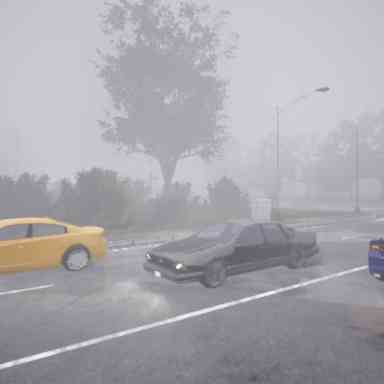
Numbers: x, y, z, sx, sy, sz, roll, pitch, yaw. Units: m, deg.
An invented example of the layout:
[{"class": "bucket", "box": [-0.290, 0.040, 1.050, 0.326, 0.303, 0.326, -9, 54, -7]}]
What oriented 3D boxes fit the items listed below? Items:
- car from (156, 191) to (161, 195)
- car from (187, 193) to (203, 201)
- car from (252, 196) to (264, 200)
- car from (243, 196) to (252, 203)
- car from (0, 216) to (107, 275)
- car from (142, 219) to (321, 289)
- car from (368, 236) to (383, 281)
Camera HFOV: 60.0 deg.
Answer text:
[{"class": "car", "box": [-5.315, 0.794, 67.612, 2.150, 2.045, 5.566, -1, 1, -36]}, {"class": "car", "box": [0.768, 0.946, 65.024, 2.097, 1.767, 4.553, -1, 1, -34]}, {"class": "car", "box": [10.057, 1.275, 50.981, 1.895, 1.301, 4.718, -1, 0, -33]}, {"class": "car", "box": [6.452, 1.263, 50.101, 1.994, 1.385, 4.181, -1, 1, -33]}, {"class": "car", "box": [-4.876, 1.467, 9.111, 5.008, 1.535, 1.882, -1, 0, -36]}, {"class": "car", "box": [1.367, 1.494, 9.269, 5.357, 1.411, 2.033, -1, 0, -36]}, {"class": "car", "box": [6.371, 1.396, 8.302, 5.008, 1.535, 1.882, 0, 0, -36]}]
